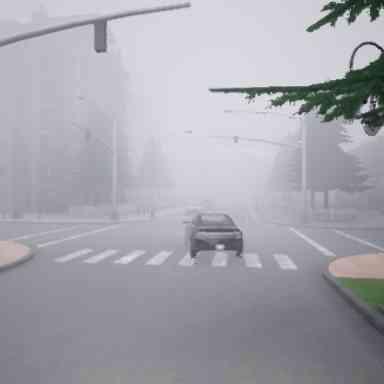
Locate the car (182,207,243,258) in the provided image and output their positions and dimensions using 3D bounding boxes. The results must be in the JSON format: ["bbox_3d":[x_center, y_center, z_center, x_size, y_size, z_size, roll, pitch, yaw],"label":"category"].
[{"bbox_3d":[0.709,1.587,13.216,2.128,1.511,4.902,0,0,-5],"label":"car"}]

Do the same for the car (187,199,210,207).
[{"bbox_3d":[0.543,1.794,36.522,1.812,1.442,4.674,0,0,10],"label":"car"}]

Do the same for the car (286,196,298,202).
[{"bbox_3d":[25.448,2.022,85.786,1.845,1.501,3.633,0,0,9],"label":"car"}]

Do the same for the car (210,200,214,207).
[{"bbox_3d":[2.099,1.846,47.168,1.837,1.490,4.892,0,0,9],"label":"car"}]
